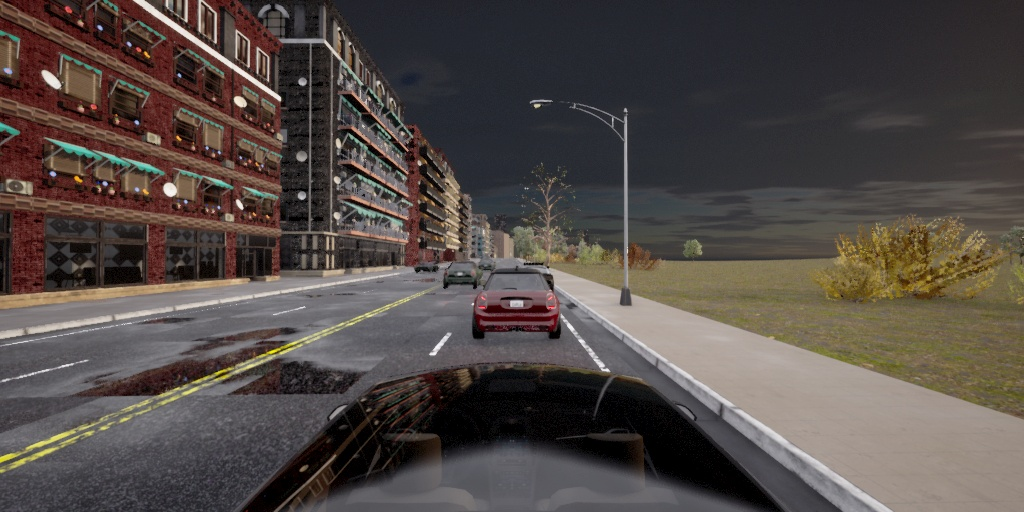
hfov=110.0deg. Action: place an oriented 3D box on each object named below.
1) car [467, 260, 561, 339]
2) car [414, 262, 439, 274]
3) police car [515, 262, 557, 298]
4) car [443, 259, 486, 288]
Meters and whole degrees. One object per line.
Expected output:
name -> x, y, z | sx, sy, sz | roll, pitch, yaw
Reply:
car -> 0.112, 1.104, 10.246 | 2.097, 1.767, 4.553 | 0, 0, 0
car -> -9.777, 1.354, 41.186 | 1.895, 1.301, 4.718 | 0, 0, 0
police car -> 1.171, 1.178, 19.742 | 1.930, 1.638, 5.238 | 0, 0, 0
car -> -3.108, 1.105, 23.588 | 2.097, 1.767, 4.553 | 0, 0, 0
